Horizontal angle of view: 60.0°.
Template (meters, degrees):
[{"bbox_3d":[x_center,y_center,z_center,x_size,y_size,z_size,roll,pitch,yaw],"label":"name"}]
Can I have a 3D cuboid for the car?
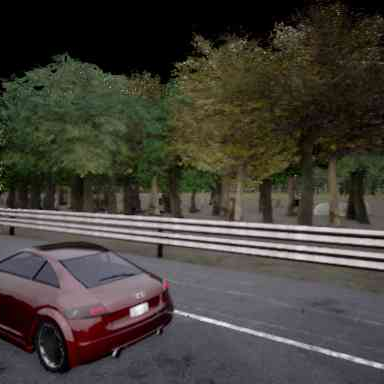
[{"bbox_3d":[-2.344,1.559,5.664,4.181,1.385,1.994,0,0,35],"label":"car"}]
